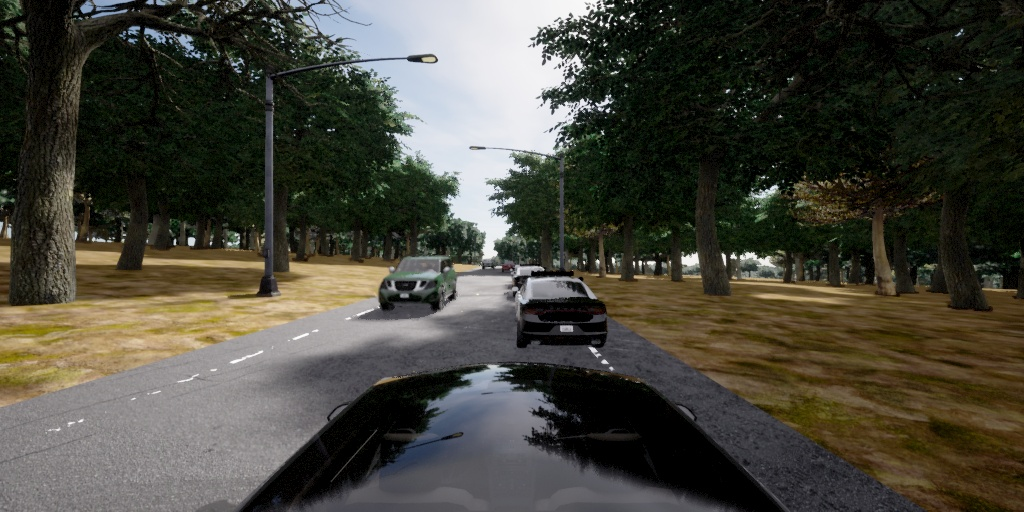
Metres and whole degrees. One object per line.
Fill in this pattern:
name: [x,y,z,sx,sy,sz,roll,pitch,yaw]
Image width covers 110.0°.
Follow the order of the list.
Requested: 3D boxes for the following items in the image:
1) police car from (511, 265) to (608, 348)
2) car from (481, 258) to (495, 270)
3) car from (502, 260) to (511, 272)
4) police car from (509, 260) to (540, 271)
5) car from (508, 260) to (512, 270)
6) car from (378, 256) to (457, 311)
police car: [1.035,1.191,9.438,1.930,1.638,5.238,0,0,0]
car: [-4.229,1.410,64.063,2.150,2.045,5.566,0,-1,-1]
car: [-0.412,1.407,51.681,2.097,1.767,4.553,0,-1,-1]
police car: [0.969,1.221,19.452,1.930,1.638,5.238,-1,0,0]
car: [0.910,1.298,25.353,1.882,1.535,5.008,-2,0,-1]
car: [-3.656,1.007,14.963,2.150,2.045,5.566,0,0,0]
